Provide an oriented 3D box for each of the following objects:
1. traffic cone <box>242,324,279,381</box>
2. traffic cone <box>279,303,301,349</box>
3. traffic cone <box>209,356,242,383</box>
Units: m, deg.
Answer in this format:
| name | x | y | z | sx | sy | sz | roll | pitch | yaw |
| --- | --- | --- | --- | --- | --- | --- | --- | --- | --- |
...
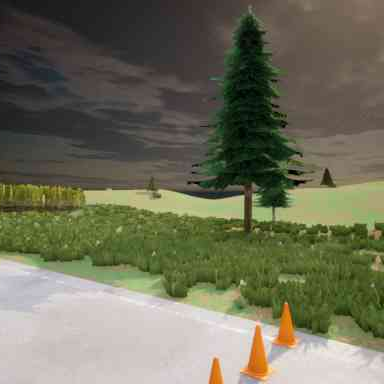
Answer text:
| name | x | y | z | sx | sy | sz | roll | pitch | yaw |
| --- | --- | --- | --- | --- | --- | --- | --- | --- | --- |
| traffic cone | 0.828 | 1.955 | 4.171 | 0.340 | 0.580 | 0.340 | 0 | 0 | 36 |
| traffic cone | 1.412 | 1.955 | 4.982 | 0.340 | 0.580 | 0.340 | 0 | 0 | 36 |
| traffic cone | 0.243 | 1.955 | 3.359 | 0.340 | 0.580 | 0.340 | 0 | 0 | 36 |
